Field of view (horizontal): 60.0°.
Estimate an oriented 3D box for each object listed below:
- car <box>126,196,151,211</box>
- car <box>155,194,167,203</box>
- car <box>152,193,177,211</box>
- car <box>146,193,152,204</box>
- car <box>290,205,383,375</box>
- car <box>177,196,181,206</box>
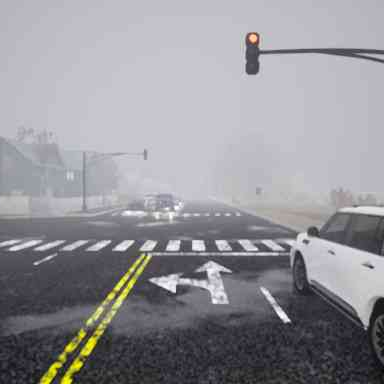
[{"bbox_3d":[-6.487,1.515,39.560,1.994,1.385,4.181,0,0,0],"label":"car"},{"bbox_3d":[-6.328,1.301,68.425,2.097,1.767,4.553,0,0,0],"label":"car"},{"bbox_3d":[-3.253,1.172,40.611,2.150,2.045,5.566,0,0,-2],"label":"car"},{"bbox_3d":[-6.439,1.157,53.169,2.150,2.045,5.566,0,1,1],"label":"car"},{"bbox_3d":[3.364,1.212,5.450,2.150,2.045,5.566,0,0,0],"label":"car"},{"bbox_3d":[-3.185,1.545,53.848,1.895,1.301,4.718,0,0,0],"label":"car"}]
